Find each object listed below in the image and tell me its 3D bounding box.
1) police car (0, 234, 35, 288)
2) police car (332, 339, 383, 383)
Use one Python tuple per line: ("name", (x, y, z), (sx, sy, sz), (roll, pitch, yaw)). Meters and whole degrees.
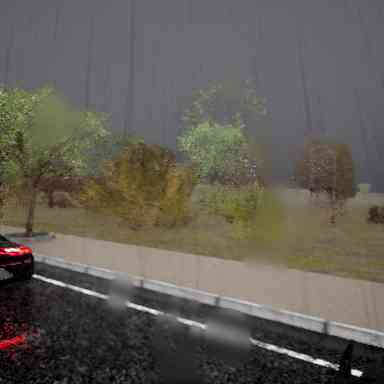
("police car", (-5.816, 1.357, 7.711), (4.974, 1.542, 2.038), (1, 1, 35))
("police car", (3.139, 1.536, 1.324), (4.974, 1.542, 2.038), (1, 1, 35))
